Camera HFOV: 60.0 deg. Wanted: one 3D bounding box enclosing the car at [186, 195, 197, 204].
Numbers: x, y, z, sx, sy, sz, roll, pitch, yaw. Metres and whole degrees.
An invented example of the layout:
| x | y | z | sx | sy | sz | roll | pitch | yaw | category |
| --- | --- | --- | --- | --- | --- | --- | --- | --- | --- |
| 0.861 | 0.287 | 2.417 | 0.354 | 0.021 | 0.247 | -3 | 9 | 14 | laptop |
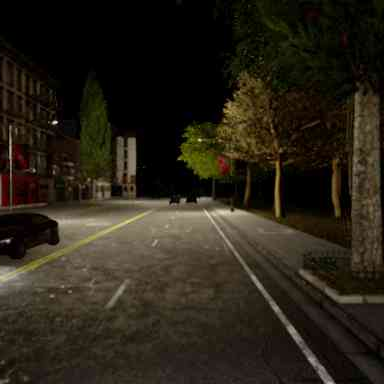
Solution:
| x | y | z | sx | sy | sz | roll | pitch | yaw | category |
| --- | --- | --- | --- | --- | --- | --- | --- | --- | --- |
| -0.062 | 1.379 | 63.718 | 2.097 | 1.767 | 4.553 | 0 | 0 | 0 | car |

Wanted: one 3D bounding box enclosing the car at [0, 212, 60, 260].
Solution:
| x | y | z | sx | sy | sz | roll | pitch | yaw | category |
| --- | --- | --- | --- | --- | --- | --- | --- | --- | --- |
| -6.586 | 1.528 | 12.615 | 1.812 | 1.442 | 4.674 | 0 | 0 | 0 | car |

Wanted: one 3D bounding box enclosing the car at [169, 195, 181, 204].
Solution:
| x | y | z | sx | sy | sz | roll | pitch | yaw | category |
| --- | --- | --- | --- | --- | --- | --- | --- | --- | --- |
| -3.311 | 1.579 | 62.533 | 2.033 | 1.411 | 5.357 | 0 | 0 | 0 | car |

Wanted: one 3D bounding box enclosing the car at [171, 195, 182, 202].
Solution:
| x | y | z | sx | sy | sz | roll | pitch | yaw | category |
| --- | --- | --- | --- | --- | --- | --- | --- | --- | --- |
| -3.320 | 1.383 | 72.118 | 2.128 | 1.511 | 4.902 | 0 | 1 | 0 | car |

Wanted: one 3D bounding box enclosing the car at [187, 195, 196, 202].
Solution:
| x | y | z | sx | sy | sz | roll | pitch | yaw | category |
| --- | --- | --- | --- | --- | --- | --- | --- | --- | --- |
| -0.070 | 1.411 | 72.121 | 1.994 | 1.385 | 4.181 | 0 | 1 | 0 | car |
